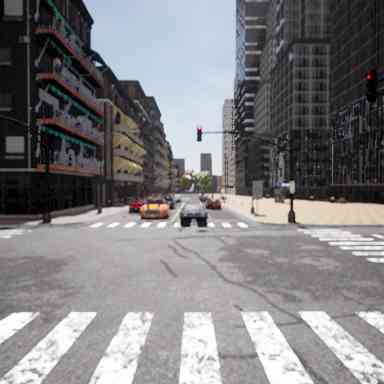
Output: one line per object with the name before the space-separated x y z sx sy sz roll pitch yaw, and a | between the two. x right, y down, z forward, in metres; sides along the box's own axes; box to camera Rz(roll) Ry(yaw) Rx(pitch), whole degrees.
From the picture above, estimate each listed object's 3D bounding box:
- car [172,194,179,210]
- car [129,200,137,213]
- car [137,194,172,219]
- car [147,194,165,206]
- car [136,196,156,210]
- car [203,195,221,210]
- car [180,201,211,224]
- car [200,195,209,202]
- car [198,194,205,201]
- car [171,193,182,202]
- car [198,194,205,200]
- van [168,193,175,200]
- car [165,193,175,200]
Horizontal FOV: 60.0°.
car | -3.055 1.410 41.930 1.837 1.490 4.892 0 1 0
car | -5.668 1.466 35.873 1.887 1.381 4.507 -1 0 0
car | -3.073 1.290 28.203 2.097 1.767 4.553 0 0 0
car | -5.656 1.202 52.820 2.192 1.841 5.009 -1 0 0
car | -5.664 1.349 41.522 1.967 1.590 4.097 -1 0 0
car | 2.684 1.454 41.572 1.887 1.381 4.507 -1 0 0
car | 0.125 1.548 24.173 1.895 1.301 4.718 0 0 0
car | 2.715 1.391 75.466 1.887 1.381 4.507 -1 0 0
car | 2.705 1.418 64.167 2.008 1.369 4.403 -1 0 0
car | -2.943 1.414 64.103 2.033 1.411 5.357 0 0 0
car | 2.730 1.343 92.583 1.752 1.417 4.829 -1 0 0
van | -5.620 1.159 92.361 1.690 1.788 3.998 -1 0 0
car | -5.625 1.142 86.713 2.192 1.841 5.009 -1 0 0
